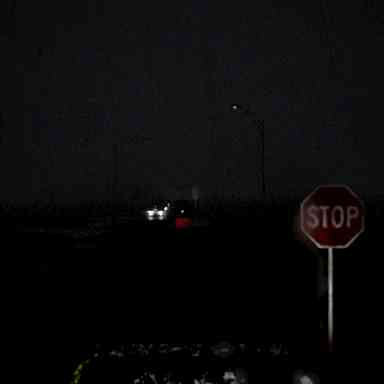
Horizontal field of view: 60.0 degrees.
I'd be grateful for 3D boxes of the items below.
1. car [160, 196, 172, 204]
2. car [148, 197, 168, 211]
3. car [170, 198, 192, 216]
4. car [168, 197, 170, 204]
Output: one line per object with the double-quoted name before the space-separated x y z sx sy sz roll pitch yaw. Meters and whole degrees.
"car" -5.126 1.612 67.028 2.033 1.411 5.357 0 0 0
"car" -4.421 1.587 41.582 1.994 1.385 4.181 0 0 -3
"car" -1.027 1.519 33.086 1.837 1.490 4.892 0 0 -3
"car" -4.892 1.544 52.258 1.837 1.490 4.892 0 0 -2
